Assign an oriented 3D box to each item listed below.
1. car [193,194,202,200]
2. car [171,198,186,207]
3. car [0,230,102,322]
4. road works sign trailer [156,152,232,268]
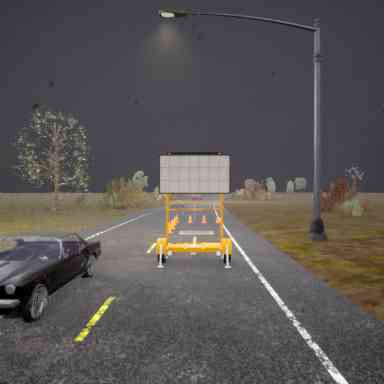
[{"bbox_3d":[1.512,1.196,90.395,2.150,2.045,5.566,0,0,6],"label":"car"},{"bbox_3d":[-2.028,1.591,49.448,1.895,1.301,4.718,0,0,4],"label":"car"},{"bbox_3d":[-3.535,1.600,7.348,1.895,1.301,4.718,0,0,1],"label":"car"},{"bbox_3d":[0.088,0.463,11.274,2.380,3.560,2.880,0,0,1],"label":"road works sign trailer"}]
